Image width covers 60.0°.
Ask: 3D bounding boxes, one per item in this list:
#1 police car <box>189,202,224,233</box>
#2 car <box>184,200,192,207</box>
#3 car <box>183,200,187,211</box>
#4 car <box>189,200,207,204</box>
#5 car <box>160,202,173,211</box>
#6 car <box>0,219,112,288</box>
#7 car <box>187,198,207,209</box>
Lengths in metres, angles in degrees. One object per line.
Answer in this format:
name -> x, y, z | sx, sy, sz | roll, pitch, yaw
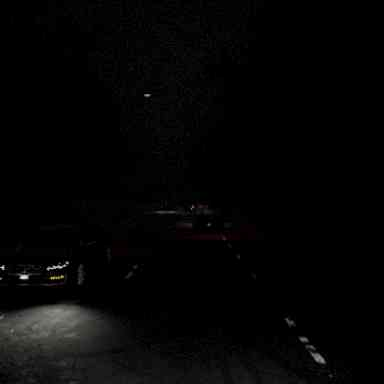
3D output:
police car -> 0.964, 1.680, 21.617 | 1.930, 1.638, 5.238 | 0, -1, 0
car -> -0.893, 2.568, 72.454 | 1.812, 1.442, 4.674 | 0, -1, -1
car -> -0.518, 2.330, 54.948 | 2.128, 1.511, 4.902 | 0, -1, -1
car -> 0.855, 1.854, 31.710 | 1.801, 1.575, 5.366 | -1, 0, -1
car -> -4.076, 2.294, 53.869 | 1.882, 1.535, 5.008 | 0, -1, -1
car -> -3.624, 1.607, 9.585 | 1.837, 1.490, 4.892 | 0, -1, 0
car -> 0.774, 1.715, 37.565 | 2.150, 2.045, 5.566 | -1, -1, -1
